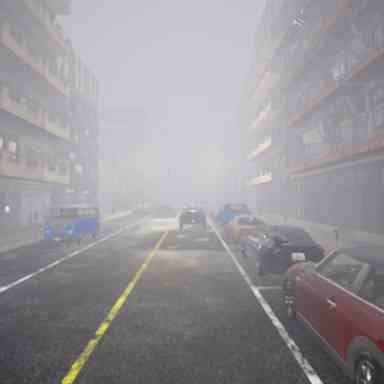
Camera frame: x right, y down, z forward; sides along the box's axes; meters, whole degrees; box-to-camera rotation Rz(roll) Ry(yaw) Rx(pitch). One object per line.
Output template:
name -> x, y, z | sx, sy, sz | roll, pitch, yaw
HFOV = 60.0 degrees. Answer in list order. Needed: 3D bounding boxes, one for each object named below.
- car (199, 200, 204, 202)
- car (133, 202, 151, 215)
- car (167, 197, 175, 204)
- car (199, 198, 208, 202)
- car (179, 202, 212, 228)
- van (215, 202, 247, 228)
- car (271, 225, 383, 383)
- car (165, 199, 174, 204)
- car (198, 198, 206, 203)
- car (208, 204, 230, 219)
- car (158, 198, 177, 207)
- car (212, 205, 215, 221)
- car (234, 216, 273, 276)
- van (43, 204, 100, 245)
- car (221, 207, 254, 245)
car -> 0.058, 1.930, 39.248 | 1.994, 1.385, 4.181 | 0, -1, 0
car -> -5.815, 1.913, 38.822 | 2.008, 1.369, 4.403 | 1, -1, 0
car -> -5.541, 2.252, 88.199 | 1.967, 1.590, 4.097 | 1, -1, 0
car -> 2.877, 2.244, 75.214 | 2.008, 1.369, 4.403 | 1, -1, 0
car -> 0.069, 1.716, 24.053 | 2.128, 1.511, 4.902 | 0, -1, 0
van -> 2.647, 1.546, 21.754 | 1.690, 1.788, 3.998 | 1, -1, 0
car -> 2.665, 1.486, 4.742 | 1.967, 1.590, 4.097 | 1, -1, 0
car -> -5.572, 2.326, 82.528 | 1.947, 1.339, 4.313 | 1, -1, 0
car -> 2.867, 2.412, 93.801 | 2.008, 1.369, 4.403 | 1, -1, 0
car -> 2.629, 1.891, 33.093 | 1.802, 1.307, 4.206 | 1, -1, 0
car -> -3.045, 1.681, 39.498 | 1.895, 1.301, 4.718 | 0, -1, 0
car -> 2.636, 1.839, 27.422 | 1.802, 1.307, 4.206 | 1, -1, 0
car -> 2.657, 1.665, 10.411 | 1.947, 1.339, 4.313 | 1, -1, 0
van -> -5.694, 1.494, 16.146 | 1.690, 1.788, 3.998 | 1, -1, 0
car -> 2.650, 1.679, 16.252 | 1.752, 1.417, 4.829 | 1, -1, 0
